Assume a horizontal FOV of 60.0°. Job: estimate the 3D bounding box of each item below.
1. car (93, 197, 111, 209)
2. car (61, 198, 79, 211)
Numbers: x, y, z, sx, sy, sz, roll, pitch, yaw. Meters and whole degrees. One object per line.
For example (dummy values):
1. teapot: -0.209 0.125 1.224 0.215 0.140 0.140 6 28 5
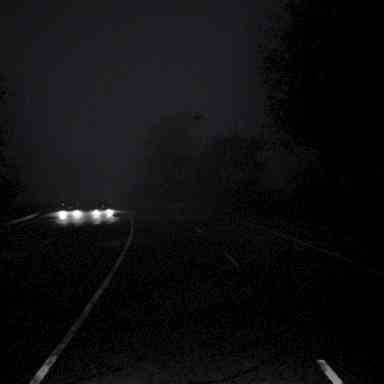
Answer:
1. car: -10.734 1.317 39.587 1.895 1.301 4.718 -2 1 -19
2. car: -13.997 1.408 38.320 1.895 1.301 4.718 -2 1 -19
